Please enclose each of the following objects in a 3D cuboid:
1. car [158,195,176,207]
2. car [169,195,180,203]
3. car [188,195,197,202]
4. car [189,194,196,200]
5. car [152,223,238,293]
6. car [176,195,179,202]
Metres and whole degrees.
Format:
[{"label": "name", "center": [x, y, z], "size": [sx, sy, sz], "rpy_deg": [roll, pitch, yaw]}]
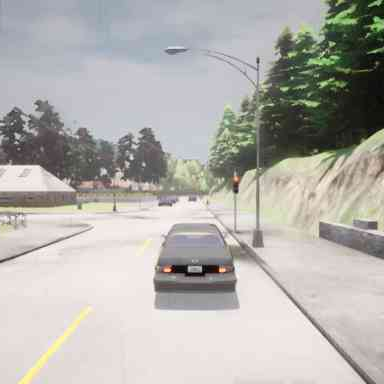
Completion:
[{"label": "car", "center": [-4.015, 1.550, 51.098], "size": [1.994, 1.385, 4.181], "rpy_deg": [0, 0, 0]}, {"label": "car", "center": [-3.885, 1.504, 73.693], "size": [2.128, 1.511, 4.902], "rpy_deg": [0, 0, 0]}, {"label": "car", "center": [0.119, 1.496, 75.728], "size": [2.128, 1.511, 4.902], "rpy_deg": [0, 0, 0]}, {"label": "car", "center": [0.135, 1.385, 86.088], "size": [1.812, 1.442, 4.674], "rpy_deg": [0, 0, 0]}, {"label": "car", "center": [0.073, 1.545, 8.975], "size": [2.033, 1.411, 5.357], "rpy_deg": [0, 0, 0]}, {"label": "car", "center": [-3.966, 1.461, 61.774], "size": [1.882, 1.535, 5.008], "rpy_deg": [0, 0, 1]}]
